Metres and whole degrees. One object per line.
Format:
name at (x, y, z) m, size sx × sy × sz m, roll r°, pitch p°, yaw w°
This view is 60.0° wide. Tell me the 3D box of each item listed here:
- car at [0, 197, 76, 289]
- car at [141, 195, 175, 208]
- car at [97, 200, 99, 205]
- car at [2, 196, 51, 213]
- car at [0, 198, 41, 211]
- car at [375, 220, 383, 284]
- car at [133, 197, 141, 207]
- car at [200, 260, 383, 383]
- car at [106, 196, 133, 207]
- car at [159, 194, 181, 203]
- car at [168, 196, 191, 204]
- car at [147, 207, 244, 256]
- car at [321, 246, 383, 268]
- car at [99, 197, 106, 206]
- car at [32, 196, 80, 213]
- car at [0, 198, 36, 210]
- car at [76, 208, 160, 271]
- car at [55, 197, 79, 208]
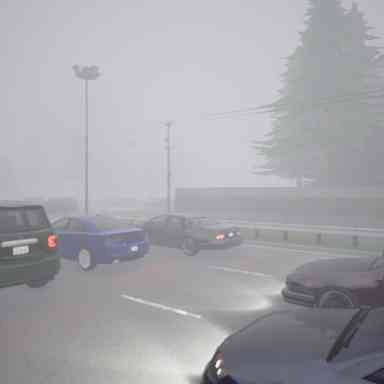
car at (-5.447, 1.218, 8.038) m, size 5.566 × 2.045 × 2.150 m, roll 0°, pitch 0°, yaw 37°
car at (-4.202, 1.464, 45.657) m, size 1.882 × 1.535 × 5.008 m, roll 0°, pitch 0°, yaw 37°
car at (-13.806, 1.486, 56.157) m, size 1.837 × 1.490 × 4.892 m, roll 0°, pitch 0°, yaw 37°
car at (-18.803, 1.334, 37.941) m, size 2.097 × 1.767 × 4.553 m, roll 0°, pitch 0°, yaw 37°
car at (-21.151, 1.507, 40.640) m, size 1.812 × 1.442 × 4.674 m, roll 0°, pitch 0°, yaw 37°
car at (6.954, 1.526, 7.560) m, size 4.674 × 1.442 × 1.812 m, roll 0°, pitch 0°, yaw 37°
car at (-5.867, 1.477, 49.265) m, size 2.128 × 1.511 × 4.902 m, roll 0°, pitch 0°, yaw 37°
car at (2.094, 1.564, 2.448) m, size 4.181 × 1.385 × 1.994 m, roll 0°, pitch 0°, yaw 37°
car at (-9.957, 1.488, 49.655) m, size 1.837 × 1.490 × 4.892 m, roll 0°, pitch 0°, yaw 37°
car at (-4.462, 1.333, 68.404) m, size 2.097 × 1.767 × 4.553 m, roll 0°, pitch 0°, yaw 37°
car at (-2.438, 1.508, 65.330) m, size 1.812 × 1.442 × 4.674 m, roll 0°, pitch 0°, yaw 38°
car at (-0.636, 1.544, 13.182) m, size 5.357 × 1.411 × 2.033 m, roll 0°, pitch 0°, yaw 37°
car at (4.243, 1.548, 5.216) m, size 5.357 × 1.411 × 2.033 m, roll 0°, pitch 0°, yaw 37°
car at (-11.814, 1.473, 52.998) m, size 2.128 × 1.511 × 4.902 m, roll 0°, pitch 0°, yaw 37°
car at (-15.084, 1.336, 37.058) m, size 2.097 × 1.767 × 4.553 m, roll 0°, pitch 0°, yaw 37°
car at (-23.213, 1.506, 43.721) m, size 1.812 × 1.442 × 4.674 m, roll 0°, pitch 0°, yaw 37°
car at (-3.632, 1.474, 11.054) m, size 5.008 × 1.535 × 1.882 m, roll 0°, pitch 0°, yaw 37°
car at (-14.009, 1.534, 32.674) m, size 2.033 × 1.411 × 5.357 m, roll 0°, pitch 0°, yaw 37°
